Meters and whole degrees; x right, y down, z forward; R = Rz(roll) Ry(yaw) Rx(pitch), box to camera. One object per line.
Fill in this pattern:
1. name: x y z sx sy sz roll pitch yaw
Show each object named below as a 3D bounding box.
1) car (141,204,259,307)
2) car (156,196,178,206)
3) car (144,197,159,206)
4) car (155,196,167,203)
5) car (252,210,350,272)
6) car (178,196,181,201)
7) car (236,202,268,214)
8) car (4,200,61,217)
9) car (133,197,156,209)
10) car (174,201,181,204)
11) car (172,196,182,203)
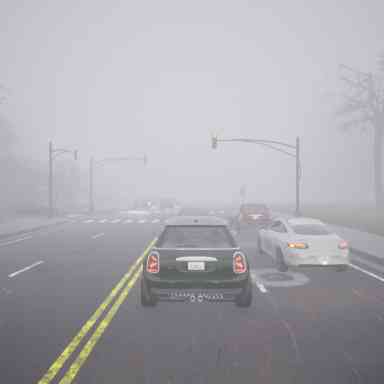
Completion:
1. car: 0.090 1.352 8.122 2.097 1.767 4.553 0 0 0
2. car: -3.273 1.495 43.853 1.837 1.490 4.892 0 0 0
3. car: -6.496 1.582 53.948 1.895 1.301 4.718 0 0 0
4. car: -6.382 1.516 68.950 2.033 1.411 5.357 0 0 0
5. car: 3.351 1.525 10.674 1.812 1.442 4.674 0 0 0
6. car: -3.246 1.472 55.241 2.128 1.511 4.902 0 0 0
7. car: 3.342 1.351 19.468 2.097 1.767 4.553 0 0 0
8. car: -14.514 1.512 30.306 4.902 1.511 2.128 0 0 -2
9. car: -6.531 1.482 44.018 2.128 1.511 4.902 0 0 1
10. car: 0.071 1.477 17.387 1.882 1.535 5.008 0 0 0
11. car: -3.142 1.494 68.556 1.812 1.442 4.674 0 0 0
